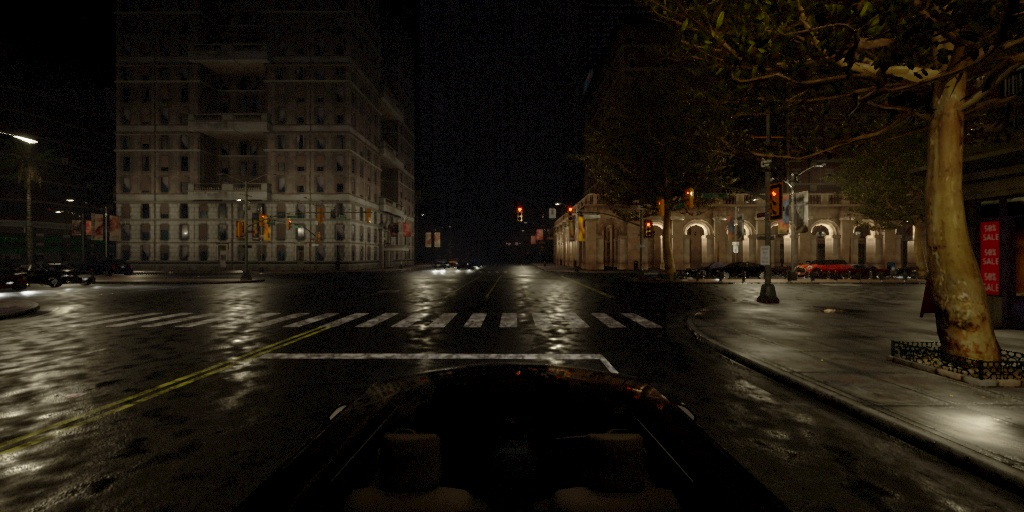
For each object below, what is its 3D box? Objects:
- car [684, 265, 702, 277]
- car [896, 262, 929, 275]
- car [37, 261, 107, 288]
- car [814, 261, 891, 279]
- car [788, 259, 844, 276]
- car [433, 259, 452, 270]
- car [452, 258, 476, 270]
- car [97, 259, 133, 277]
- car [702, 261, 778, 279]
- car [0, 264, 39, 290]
[{"bbox_3d":[19.649,1.297,34.666,5.357,1.411,2.033,0,0,1],"label":"car"},{"bbox_3d":[40.498,1.297,34.480,5.357,1.411,2.033,0,0,1],"label":"car"},{"bbox_3d":[-30.235,1.241,23.398,4.902,1.511,2.128,0,0,1],"label":"car"},{"bbox_3d":[29.581,1.351,31.082,4.718,1.301,1.895,0,0,1],"label":"car"},{"bbox_3d":[29.938,1.102,34.577,4.553,1.767,2.097,0,0,0],"label":"car"},{"bbox_3d":[-10.447,1.241,53.347,2.128,1.511,4.902,0,0,0],"label":"car"},{"bbox_3d":[-6.952,1.102,52.576,2.097,1.767,4.553,0,0,0],"label":"car"},{"bbox_3d":[-40.251,1.105,35.167,4.553,1.767,2.097,0,0,0],"label":"car"},{"bbox_3d":[19.704,1.228,31.165,5.008,1.535,1.882,0,0,0],"label":"car"},{"bbox_3d":[-29.795,1.314,19.887,4.181,1.385,1.994,0,0,1],"label":"car"}]
